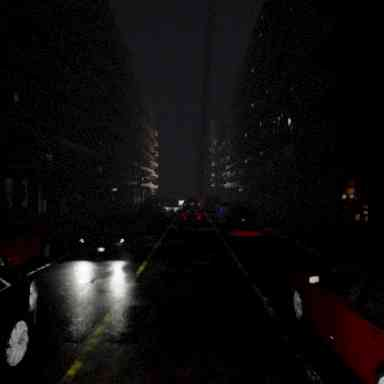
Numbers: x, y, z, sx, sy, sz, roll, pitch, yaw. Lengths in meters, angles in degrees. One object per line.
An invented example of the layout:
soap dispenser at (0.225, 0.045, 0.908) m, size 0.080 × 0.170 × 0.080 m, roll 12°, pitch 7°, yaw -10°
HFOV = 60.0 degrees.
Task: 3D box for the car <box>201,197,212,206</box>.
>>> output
car at (2.611, 1.704, 60.939) m, size 1.887 × 1.381 × 4.507 m, roll -1°, pitch 0°, yaw 0°

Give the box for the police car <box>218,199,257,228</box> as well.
police car at (3.122, 1.489, 22.826) m, size 1.930 × 1.638 × 5.238 m, roll 0°, pitch 0°, yaw 0°

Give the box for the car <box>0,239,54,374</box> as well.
car at (-3.099, 1.515, 2.834) m, size 1.837 × 1.490 × 4.892 m, roll 0°, pitch -1°, yaw 0°

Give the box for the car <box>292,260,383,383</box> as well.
car at (2.642, 1.558, 4.295) m, size 1.887 × 1.381 × 4.507 m, roll -1°, pitch 0°, yaw 0°

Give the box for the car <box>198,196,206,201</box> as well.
car at (2.629, 1.765, 89.261) m, size 2.008 × 1.369 × 4.403 m, roll -1°, pitch 0°, yaw 0°

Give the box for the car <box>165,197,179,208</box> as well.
car at (-3.102, 1.689, 52.620) m, size 2.033 × 1.411 × 5.357 m, roll 0°, pitch 0°, yaw 0°

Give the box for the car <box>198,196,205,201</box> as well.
car at (2.626, 1.805, 94.926) m, size 1.802 × 1.307 × 4.206 m, roll -1°, pitch 0°, yaw 0°

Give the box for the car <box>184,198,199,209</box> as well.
car at (-0.021, 1.627, 49.800) m, size 2.128 × 1.511 × 4.902 m, roll 0°, pitch 0°, yaw 0°

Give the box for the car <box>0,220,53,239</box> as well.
car at (-5.708, 1.575, 9.894) m, size 1.887 × 1.381 × 4.507 m, roll -1°, pitch 0°, yaw 0°

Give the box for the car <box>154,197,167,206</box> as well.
car at (-5.736, 1.705, 60.874) m, size 1.887 × 1.381 × 4.507 m, roll -1°, pitch 0°, yaw 0°

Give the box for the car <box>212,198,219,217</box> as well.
car at (3.124, 1.561, 29.717) m, size 1.882 × 1.535 × 5.008 m, roll 0°, pitch 0°, yaw 0°

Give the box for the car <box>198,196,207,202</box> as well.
car at (2.634, 1.770, 83.596) m, size 1.947 × 1.339 × 4.313 m, roll -1°, pitch 0°, yaw 0°

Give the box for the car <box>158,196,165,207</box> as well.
car at (-5.734, 1.450, 49.545) m, size 2.192 × 1.841 × 5.009 m, roll -1°, pitch 0°, yaw 0°

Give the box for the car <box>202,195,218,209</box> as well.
car at (2.613, 1.450, 49.610) m, size 2.192 × 1.841 × 5.009 m, roll -1°, pitch 0°, yaw 0°

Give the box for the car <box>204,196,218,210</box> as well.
car at (2.616, 1.436, 43.945) m, size 2.192 × 1.841 × 5.009 m, roll -1°, pitch 0°, yaw 0°

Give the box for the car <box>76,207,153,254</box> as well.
car at (-3.095, 1.588, 14.003) m, size 2.033 × 1.411 × 5.357 m, roll 0°, pitch 0°, yaw 0°

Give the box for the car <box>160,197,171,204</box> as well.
car at (-5.742, 1.749, 72.205) m, size 1.947 × 1.339 × 4.313 m, roll -1°, pitch 0°, yaw 0°

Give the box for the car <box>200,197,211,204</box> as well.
car at (2.614, 1.737, 66.603) m, size 1.947 × 1.339 × 4.313 m, roll -1°, pitch 0°, yaw 0°

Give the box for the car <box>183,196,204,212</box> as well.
car at (0.011, 1.465, 40.246) m, size 2.097 × 1.767 × 4.553 m, roll 0°, pitch 0°, yaw 1°

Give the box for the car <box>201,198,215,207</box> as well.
car at (2.615, 1.713, 55.274) m, size 1.947 × 1.339 × 4.313 m, roll -1°, pitch 0°, yaw 0°

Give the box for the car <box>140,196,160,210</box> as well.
car at (-5.727, 1.666, 43.881) m, size 1.887 × 1.381 × 4.507 m, roll -1°, pitch 0°, yaw 0°
